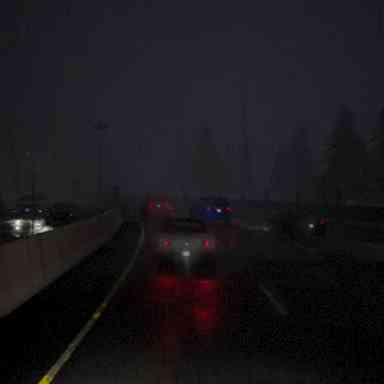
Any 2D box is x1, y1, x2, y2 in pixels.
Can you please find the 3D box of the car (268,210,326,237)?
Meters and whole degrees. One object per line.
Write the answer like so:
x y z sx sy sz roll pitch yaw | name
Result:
5.926 1.731 19.270 1.994 1.385 4.181 1 0 -7 | car

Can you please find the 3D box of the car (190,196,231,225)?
1.327 1.351 25.498 2.150 2.045 5.566 1 0 -11 | car

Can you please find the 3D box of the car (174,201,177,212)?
-3.262 1.631 41.495 1.837 1.490 4.892 1 0 -20 | car

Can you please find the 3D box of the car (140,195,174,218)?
-3.527 1.300 31.113 2.150 2.045 5.566 1 0 -15 | car

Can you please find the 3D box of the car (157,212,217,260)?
-0.330 1.649 12.659 1.895 1.301 4.718 1 0 -4 | car
